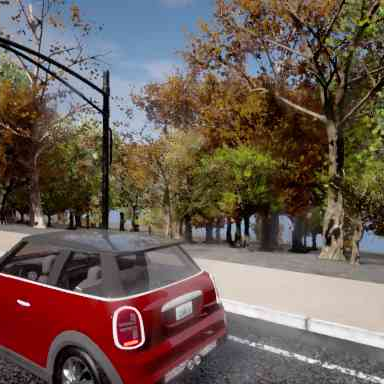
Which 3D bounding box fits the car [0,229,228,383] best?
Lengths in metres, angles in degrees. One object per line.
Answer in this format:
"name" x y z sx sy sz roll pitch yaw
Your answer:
"car" -1.815 1.351 4.979 4.553 1.767 2.097 0 0 36
